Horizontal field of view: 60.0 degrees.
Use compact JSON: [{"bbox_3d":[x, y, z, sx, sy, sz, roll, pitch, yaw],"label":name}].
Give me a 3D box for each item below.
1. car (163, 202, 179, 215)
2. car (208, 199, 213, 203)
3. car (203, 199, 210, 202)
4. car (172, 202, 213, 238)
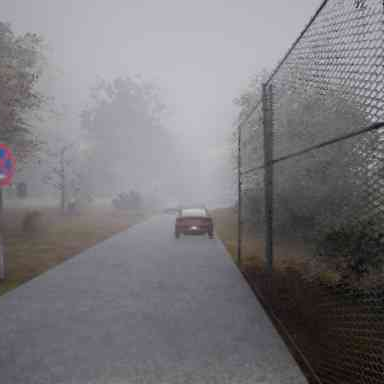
[{"bbox_3d":[-2.161,1.867,39.070,2.033,1.411,5.357,0,-1,4],"label":"car"},{"bbox_3d":[3.912,2.344,79.931,2.097,1.767,4.553,0,-2,13],"label":"car"},{"bbox_3d":[0.772,1.884,38.623,1.994,1.385,4.181,0,-1,3],"label":"car"},{"bbox_3d":[0.111,1.549,18.106,1.882,1.535,5.008,0,-1,0],"label":"car"}]
